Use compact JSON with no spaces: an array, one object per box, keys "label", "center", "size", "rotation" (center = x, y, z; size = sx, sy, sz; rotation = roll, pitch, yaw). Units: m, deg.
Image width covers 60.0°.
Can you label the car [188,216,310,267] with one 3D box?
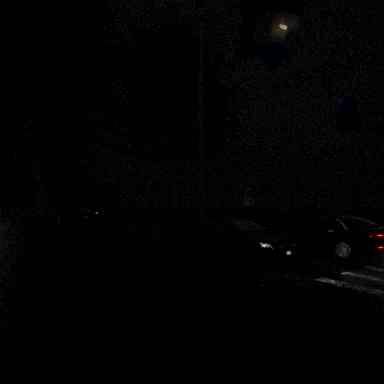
[{"label":"car","center":[1.623,1.618,12.076],"size":[1.812,1.442,4.674],"rotation":[0,-1,-35]}]

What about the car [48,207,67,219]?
[{"label":"car","center":[-14.876,2.218,35.794],"size":[1.895,1.301,4.718],"rotation":[0,-1,-35]}]

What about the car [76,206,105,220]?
[{"label":"car","center":[-10.650,2.116,34.839],"size":[1.994,1.385,4.181],"rotation":[0,-1,-35]}]

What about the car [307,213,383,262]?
[{"label":"car","center":[4.883,1.571,12.558],"size":[1.837,1.490,4.892],"rotation":[0,-1,-35]}]
